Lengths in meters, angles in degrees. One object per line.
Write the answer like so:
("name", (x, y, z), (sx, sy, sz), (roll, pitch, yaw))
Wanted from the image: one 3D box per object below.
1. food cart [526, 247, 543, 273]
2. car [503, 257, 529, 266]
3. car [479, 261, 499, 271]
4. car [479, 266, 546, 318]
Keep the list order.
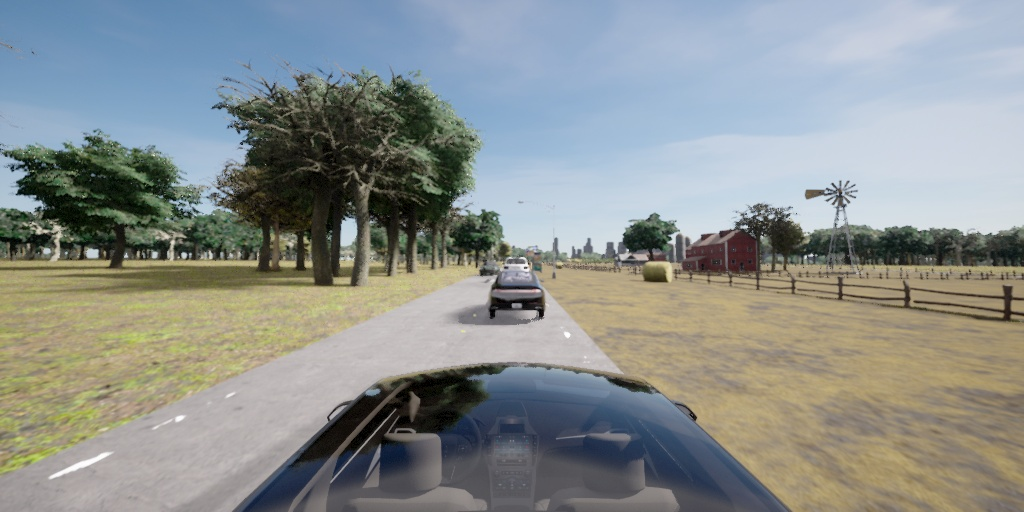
("food cart", (3.565, 0.663, 51.688), (2.280, 3.560, 4.660), (0, 0, 1))
("car", (0.353, 1.145, 31.677), (2.150, 2.045, 5.566), (0, -1, 1))
("car", (-2.505, 1.376, 40.475), (2.097, 1.767, 4.553), (0, -1, 1))
("car", (0.175, 1.286, 13.184), (2.128, 1.511, 4.902), (0, 0, 1))
